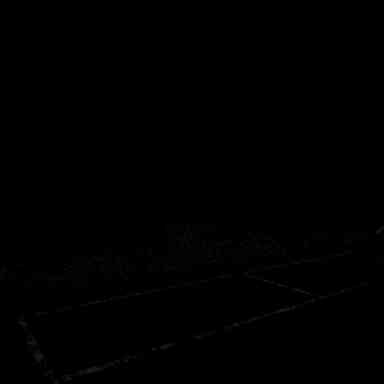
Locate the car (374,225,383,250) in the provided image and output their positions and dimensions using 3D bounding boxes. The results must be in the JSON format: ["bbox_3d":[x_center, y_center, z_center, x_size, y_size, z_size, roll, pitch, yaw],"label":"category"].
[{"bbox_3d":[8.882,1.438,12.969,4.097,1.590,1.967,0,-1,-35],"label":"car"}]
